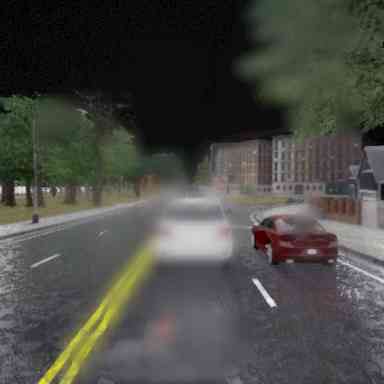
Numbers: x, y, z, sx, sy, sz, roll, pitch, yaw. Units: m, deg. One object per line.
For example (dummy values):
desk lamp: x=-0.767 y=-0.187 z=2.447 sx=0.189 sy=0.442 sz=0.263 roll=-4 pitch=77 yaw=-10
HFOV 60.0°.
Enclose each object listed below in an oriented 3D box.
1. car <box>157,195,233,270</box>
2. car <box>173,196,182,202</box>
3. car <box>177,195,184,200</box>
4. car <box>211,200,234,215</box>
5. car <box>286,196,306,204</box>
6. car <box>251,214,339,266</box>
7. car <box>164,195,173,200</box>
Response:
car: x=0.082 y=1.252 z=11.310 sx=2.150 sy=2.045 sz=5.566 roll=0 pitch=0 yaw=0
car: x=-3.257 y=1.668 z=76.835 sx=1.895 sy=1.301 sz=4.718 roll=0 pitch=0 yaw=0
car: x=-3.259 y=1.534 z=92.662 sx=1.895 sy=1.301 sz=4.718 roll=0 pitch=1 yaw=0
car: x=3.254 y=1.644 z=36.535 sx=2.033 sy=1.411 sz=5.357 roll=0 pitch=0 yaw=0
car: x=18.661 y=1.413 z=59.452 sx=4.892 sy=1.490 sz=1.837 roll=-1 pitch=1 yaw=-45
car: x=3.334 y=1.510 z=11.700 sx=1.882 sy=1.535 sz=5.008 roll=0 pitch=0 yaw=0
car: x=-6.509 y=1.478 z=92.690 sx=2.033 sy=1.411 sz=5.357 roll=0 pitch=1 yaw=0
